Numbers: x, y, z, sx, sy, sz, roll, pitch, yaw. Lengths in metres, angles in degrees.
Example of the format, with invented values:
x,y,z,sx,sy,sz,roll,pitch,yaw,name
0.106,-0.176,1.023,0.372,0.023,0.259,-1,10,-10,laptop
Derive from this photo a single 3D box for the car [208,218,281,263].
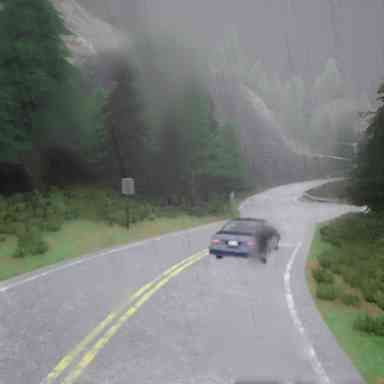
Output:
x,y,z,sx,sy,sz,roll,pitch,yaw,name
2.232,1.709,12.881,2.033,1.411,5.357,2,0,22,car
